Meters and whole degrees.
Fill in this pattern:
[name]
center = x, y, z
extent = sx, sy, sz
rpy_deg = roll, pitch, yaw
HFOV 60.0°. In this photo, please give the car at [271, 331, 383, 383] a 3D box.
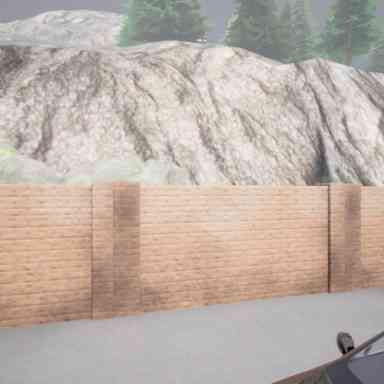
[car]
center = 2.164, 1.492, 1.911
extent = 4.902, 1.511, 2.128
rpy_deg = 0, 0, -18
